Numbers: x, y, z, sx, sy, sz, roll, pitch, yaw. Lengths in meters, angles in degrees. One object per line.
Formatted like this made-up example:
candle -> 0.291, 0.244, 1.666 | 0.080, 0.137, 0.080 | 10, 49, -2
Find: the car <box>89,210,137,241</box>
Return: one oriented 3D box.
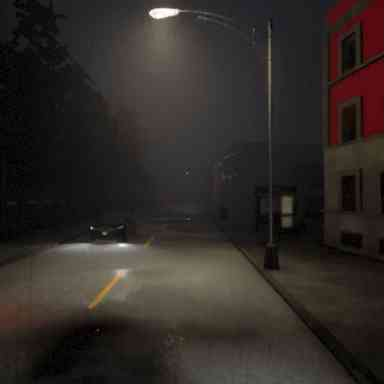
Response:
car -> -4.196, 1.755, 18.283 | 1.812, 1.442, 4.674 | 0, -1, 0
